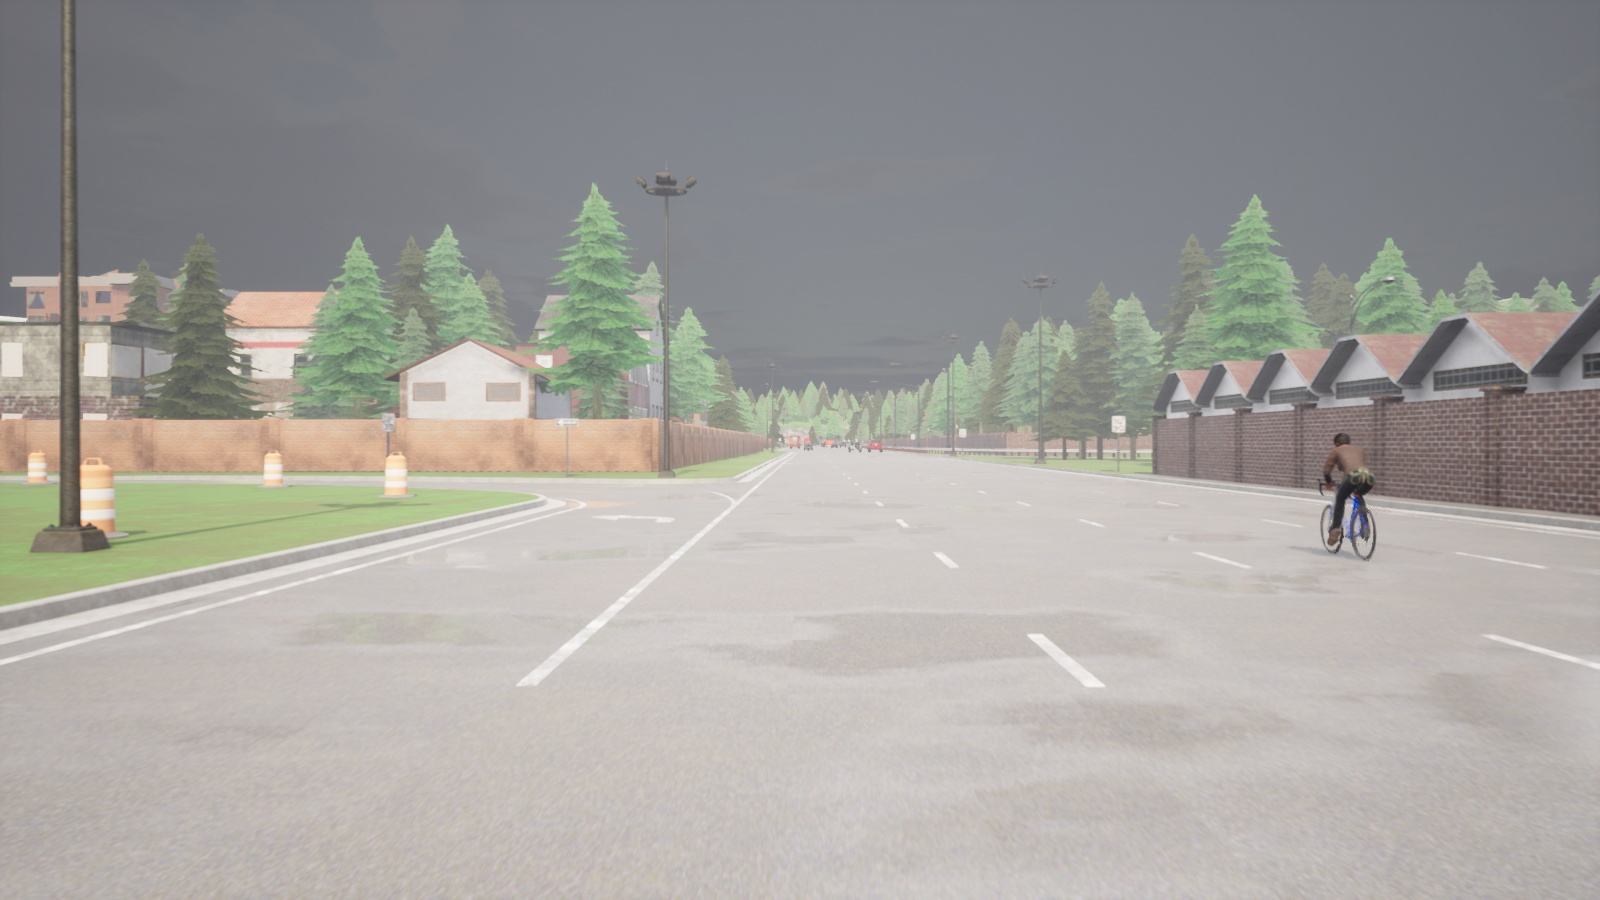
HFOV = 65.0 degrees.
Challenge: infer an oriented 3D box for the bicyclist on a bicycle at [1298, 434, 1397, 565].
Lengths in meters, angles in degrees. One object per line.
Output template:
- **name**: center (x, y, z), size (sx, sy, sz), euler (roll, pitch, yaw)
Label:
- **bicyclist on a bicycle**: center (7.108, 0.613, 16.387), size (0.582, 1.620, 1.656), euler (0, 0, 0)
